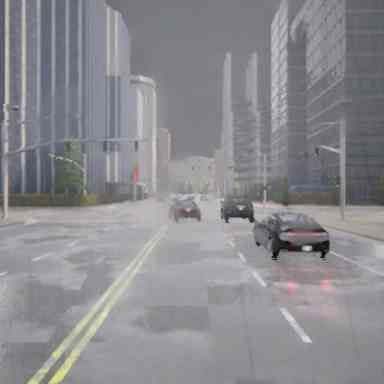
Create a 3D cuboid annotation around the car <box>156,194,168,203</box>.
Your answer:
[{"bbox_3d":[-7.021,1.672,75.096,1.837,1.490,4.892,0,0,0],"label":"car"}]

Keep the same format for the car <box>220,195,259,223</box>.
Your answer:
[{"bbox_3d":[3.524,1.284,26.479,2.150,2.045,5.566,0,0,0],"label":"car"}]

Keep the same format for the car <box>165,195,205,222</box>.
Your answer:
[{"bbox_3d":[-0.711,1.414,27.438,2.097,1.767,4.553,0,0,-12],"label":"car"}]

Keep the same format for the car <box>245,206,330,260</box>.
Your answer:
[{"bbox_3d":[3.544,1.521,12.606,2.128,1.511,4.902,0,0,0],"label":"car"}]

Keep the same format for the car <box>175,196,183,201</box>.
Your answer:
[{"bbox_3d":[-3.525,1.787,90.708,1.895,1.301,4.718,0,0,0],"label":"car"}]

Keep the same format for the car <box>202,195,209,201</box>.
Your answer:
[{"bbox_3d":[3.476,1.782,86.634,1.895,1.301,4.718,0,0,0],"label":"car"}]

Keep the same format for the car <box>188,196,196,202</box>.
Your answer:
[{"bbox_3d":[-0.024,1.713,86.298,2.128,1.511,4.902,0,0,0],"label":"car"}]

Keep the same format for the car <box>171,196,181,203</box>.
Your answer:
[{"bbox_3d":[-3.521,1.724,75.093,1.994,1.385,4.181,0,0,0],"label":"car"}]
